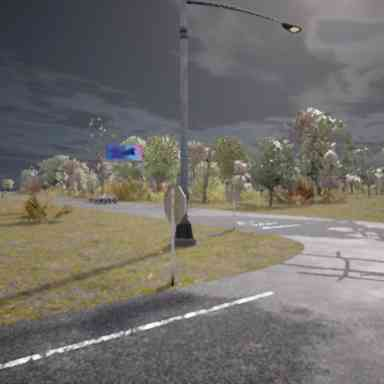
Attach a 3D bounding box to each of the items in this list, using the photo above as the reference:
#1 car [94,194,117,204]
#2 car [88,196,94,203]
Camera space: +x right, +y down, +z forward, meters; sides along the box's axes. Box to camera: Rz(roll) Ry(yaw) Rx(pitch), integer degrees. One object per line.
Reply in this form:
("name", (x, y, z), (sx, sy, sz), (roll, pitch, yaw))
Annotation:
("car", (-14.244, 1.072, 55.813), (2.097, 1.767, 4.553), (0, 0, -33))
("car", (-17.252, 1.310, 60.235), (1.895, 1.301, 4.718), (0, 0, -34))
